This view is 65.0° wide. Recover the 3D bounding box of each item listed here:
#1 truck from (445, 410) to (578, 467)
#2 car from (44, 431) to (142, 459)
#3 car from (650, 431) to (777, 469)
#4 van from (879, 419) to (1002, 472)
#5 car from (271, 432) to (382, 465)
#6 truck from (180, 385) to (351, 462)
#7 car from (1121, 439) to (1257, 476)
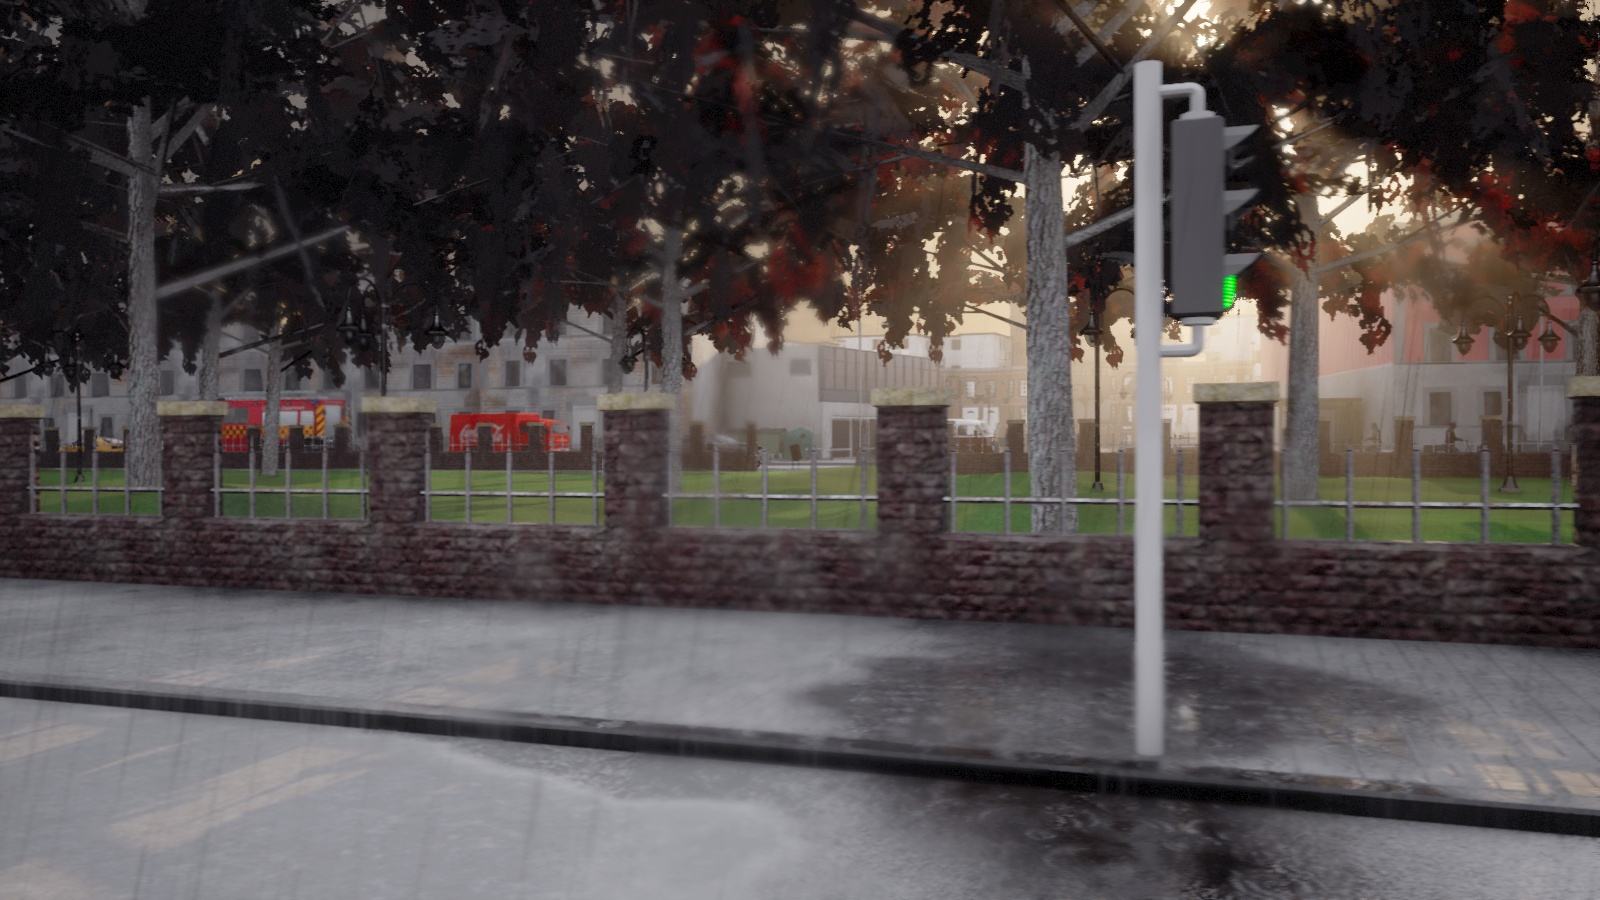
[{"bbox_3d":[-12.929,-0.528,56.286,5.204,2.467,2.627,0,1,19],"label":"truck"},{"bbox_3d":[-39.257,-0.306,69.759,5.008,1.535,1.882,0,1,19],"label":"car"},{"bbox_3d":[-3.659,-0.023,53.040,4.902,1.511,2.128,0,1,19],"label":"car"},{"bbox_3d":[5.589,-0.193,49.781,4.480,2.038,2.069,0,1,19],"label":"van"},{"bbox_3d":[-22.486,-0.101,59.644,4.892,1.490,1.837,0,1,19],"label":"car"},{"bbox_3d":[-28.020,-1.372,65.804,8.468,3.827,2.891,0,1,19],"label":"truck"},{"bbox_3d":[14.451,0.245,46.667,4.718,1.301,1.895,0,1,19],"label":"car"}]
